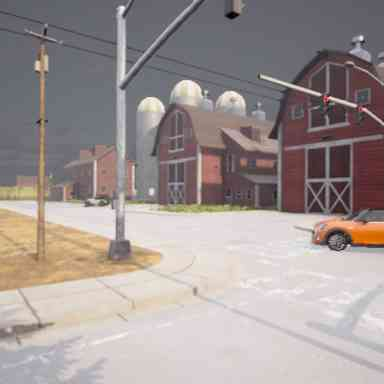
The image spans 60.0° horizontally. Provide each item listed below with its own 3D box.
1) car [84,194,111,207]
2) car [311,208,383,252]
[{"bbox_3d":[-14.241,1.240,50.340,3.866,1.878,1.905,-2,5,11],"label":"car"},{"bbox_3d":[7.209,1.411,13.315,4.553,1.767,2.097,1,-1,16],"label":"car"}]
